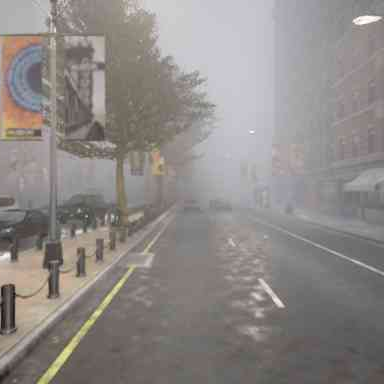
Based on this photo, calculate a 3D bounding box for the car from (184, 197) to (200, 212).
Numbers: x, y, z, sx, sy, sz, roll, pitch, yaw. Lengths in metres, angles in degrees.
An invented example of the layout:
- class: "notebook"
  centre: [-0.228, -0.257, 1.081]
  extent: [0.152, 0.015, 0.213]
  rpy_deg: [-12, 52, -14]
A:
- class: "car"
  centre: [0.007, 1.502, 37.956]
  extent: [2.033, 1.411, 5.357]
  rpy_deg: [0, 0, 0]

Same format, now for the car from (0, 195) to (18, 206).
- class: "car"
  centre: [-11.497, 1.200, 18.103]
  extent: [2.150, 2.045, 5.566]
  rpy_deg: [0, 0, 0]

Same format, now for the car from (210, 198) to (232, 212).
- class: "car"
  centre: [3.507, 1.502, 38.417]
  extent: [2.033, 1.411, 5.357]
  rpy_deg: [0, 0, 0]

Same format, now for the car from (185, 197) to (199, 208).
- class: "car"
  centre: [0.011, 1.449, 47.787]
  extent: [1.837, 1.490, 4.892]
  rpy_deg: [0, 0, 0]

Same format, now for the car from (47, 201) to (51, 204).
- class: "car"
  centre: [-11.495, 1.457, 28.542]
  extent: [2.128, 1.511, 4.902]
  rpy_deg: [0, 0, 0]

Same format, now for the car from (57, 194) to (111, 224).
- class: "car"
  centre: [-7.996, 1.192, 24.916]
  extent: [2.150, 2.045, 5.566]
  rpy_deg: [0, 0, 0]

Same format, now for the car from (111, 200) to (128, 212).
- class: "car"
  centre: [-7.994, 1.522, 34.732]
  extent: [1.994, 1.385, 4.181]
  rpy_deg: [0, 0, 0]

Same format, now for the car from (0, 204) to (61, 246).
- class: "car"
  centre: [-8.021, 1.507, 15.300]
  extent: [1.812, 1.442, 4.674]
  rpy_deg: [0, 0, 1]
